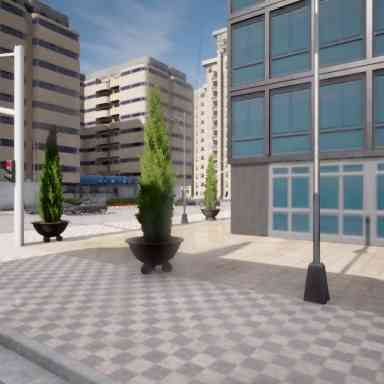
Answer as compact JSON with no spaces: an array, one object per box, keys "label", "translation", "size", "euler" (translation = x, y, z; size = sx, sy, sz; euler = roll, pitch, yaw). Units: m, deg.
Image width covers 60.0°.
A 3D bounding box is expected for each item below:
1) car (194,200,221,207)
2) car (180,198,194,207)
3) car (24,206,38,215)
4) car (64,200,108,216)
[{"label":"car","translation":[2.756,1.581,51.860],"size":[1.812,1.442,4.674],"euler":[0,0,36]},{"label":"car","translation":[-1.125,1.620,52.456],"size":[1.994,1.385,4.181],"euler":[0,0,36]},{"label":"car","translation":[-14.336,1.603,33.852],"size":[2.033,1.411,5.357],"euler":[0,0,35]},{"label":"car","translation":[-10.615,1.560,33.051],"size":[1.837,1.490,4.892],"euler":[0,0,35]}]
